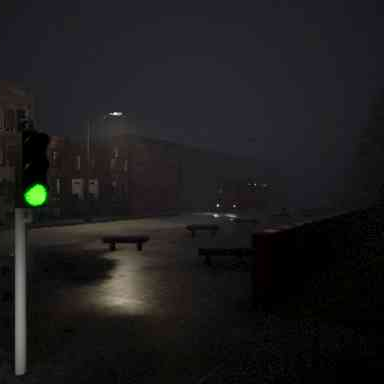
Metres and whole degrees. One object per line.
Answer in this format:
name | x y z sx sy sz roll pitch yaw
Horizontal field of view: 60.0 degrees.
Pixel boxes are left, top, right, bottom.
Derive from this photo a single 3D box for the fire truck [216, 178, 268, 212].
fire truck | 6.218 0.372 40.290 2.891 3.827 8.468 0 0 36
